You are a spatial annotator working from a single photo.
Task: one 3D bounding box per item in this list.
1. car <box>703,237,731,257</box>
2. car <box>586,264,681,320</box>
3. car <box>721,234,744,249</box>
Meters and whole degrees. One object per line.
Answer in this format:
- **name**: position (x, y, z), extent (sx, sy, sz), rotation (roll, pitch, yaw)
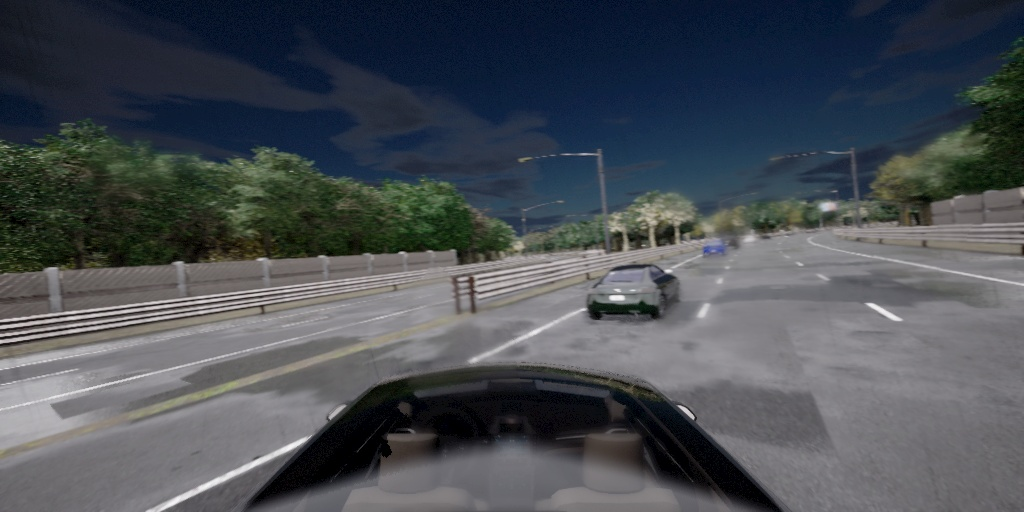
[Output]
- **car**: position (20.625, -0.767, 36.341), extent (1.882, 1.535, 5.008), rotation (-5, 0, 35)
- **car**: position (3.772, 0.937, 10.847), extent (1.994, 1.385, 4.181), rotation (-5, 0, 33)
- **car**: position (30.024, -1.921, 49.459), extent (2.150, 2.045, 5.566), rotation (-5, 0, 37)
